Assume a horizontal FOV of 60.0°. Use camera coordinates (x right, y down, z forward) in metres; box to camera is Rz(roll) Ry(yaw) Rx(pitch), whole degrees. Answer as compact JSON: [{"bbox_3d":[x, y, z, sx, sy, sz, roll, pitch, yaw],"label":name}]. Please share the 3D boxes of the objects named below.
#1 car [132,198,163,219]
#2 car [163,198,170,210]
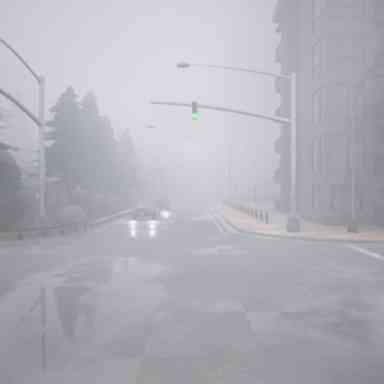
[{"bbox_3d":[-3.745,1.402,27.561,1.812,1.442,4.674,0,0,0],"label":"car"},{"bbox_3d":[-3.649,1.412,39.376,1.895,1.301,4.718,0,0,1],"label":"car"}]
